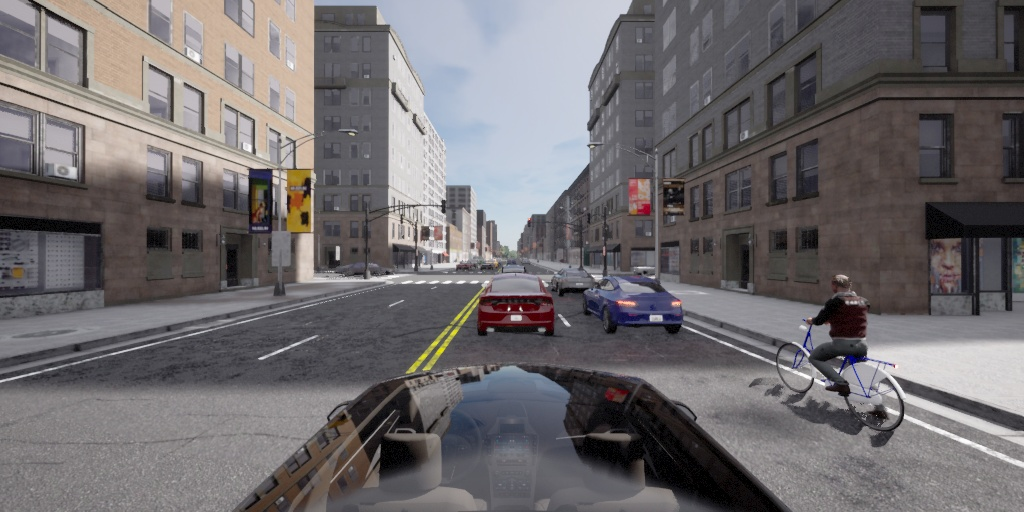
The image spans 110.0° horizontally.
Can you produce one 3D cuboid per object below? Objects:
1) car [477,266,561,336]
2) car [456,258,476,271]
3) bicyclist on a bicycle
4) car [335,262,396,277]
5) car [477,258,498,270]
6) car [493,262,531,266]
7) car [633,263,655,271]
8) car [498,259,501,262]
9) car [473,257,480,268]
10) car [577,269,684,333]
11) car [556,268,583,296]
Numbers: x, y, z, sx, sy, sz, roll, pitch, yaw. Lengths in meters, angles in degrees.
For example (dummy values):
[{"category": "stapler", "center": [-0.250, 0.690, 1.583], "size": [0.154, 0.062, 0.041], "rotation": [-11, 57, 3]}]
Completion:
[{"category": "car", "center": [0.095, 1.229, 10.456], "size": [1.882, 1.535, 5.008], "rotation": [0, 0, 0]}, {"category": "car", "center": [-6.644, 1.368, 50.370], "size": [1.895, 1.301, 4.718], "rotation": [0, 0, 0]}, {"category": "bicyclist on a bicycle", "center": [4.144, 1.121, 4.714], "size": [0.659, 1.776, 1.843], "rotation": [0, 0, 0]}, {"category": "car", "center": [-14.044, 1.290, 34.519], "size": [5.357, 1.411, 2.033], "rotation": [0, 0, -3]}, {"category": "car", "center": [-3.383, 1.368, 50.421], "size": [1.895, 1.301, 4.718], "rotation": [0, 0, 0]}, {"category": "car", "center": [0.086, 1.259, 19.939], "size": [1.837, 1.490, 4.892], "rotation": [0, 0, 0]}, {"category": "car", "center": [15.022, 1.410, 37.176], "size": [4.718, 1.301, 1.895], "rotation": [0, 0, 1]}, {"category": "car", "center": [-3.380, 1.247, 59.813], "size": [1.882, 1.535, 5.008], "rotation": [0, 0, 0]}, {"category": "car", "center": [-6.633, 1.275, 59.472], "size": [1.837, 1.490, 4.892], "rotation": [0, 0, 0]}, {"category": "car", "center": [3.339, 1.277, 10.595], "size": [1.812, 1.442, 4.674], "rotation": [0, 0, 0]}, {"category": "car", "center": [3.237, 1.317, 19.194], "size": [1.994, 1.385, 4.181], "rotation": [0, 0, 0]}]
